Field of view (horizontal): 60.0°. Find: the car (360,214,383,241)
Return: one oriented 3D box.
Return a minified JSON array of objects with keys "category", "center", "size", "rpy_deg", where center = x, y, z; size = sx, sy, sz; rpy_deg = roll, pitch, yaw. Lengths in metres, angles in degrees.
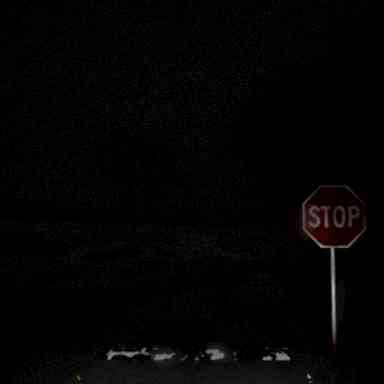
[{"category":"car","center":[11.031,1.893,17.914],"size":[5.357,1.411,2.033],"rpy_deg":[2,-3,0]}]
